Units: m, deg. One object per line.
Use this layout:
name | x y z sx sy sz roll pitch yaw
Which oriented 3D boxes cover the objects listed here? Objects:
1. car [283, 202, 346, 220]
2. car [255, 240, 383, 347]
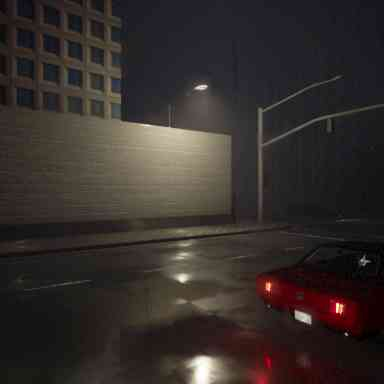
car | 10.698 1.603 29.601 2.033 1.411 5.357 0 0 -38
car | 3.499 1.601 6.286 4.718 1.301 1.895 0 0 -35
